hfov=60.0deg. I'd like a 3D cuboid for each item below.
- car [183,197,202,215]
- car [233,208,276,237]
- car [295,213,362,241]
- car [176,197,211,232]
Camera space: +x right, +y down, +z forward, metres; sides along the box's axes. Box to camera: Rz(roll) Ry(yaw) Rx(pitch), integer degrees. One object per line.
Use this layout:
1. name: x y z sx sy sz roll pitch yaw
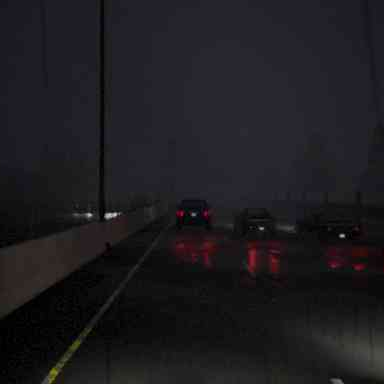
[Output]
1. car: 0.096 1.661 40.850 2.150 2.045 5.566 0 -1 0
2. car: 3.599 1.703 19.600 2.128 1.511 4.902 0 -1 0
3. car: 7.099 1.795 17.932 1.895 1.301 4.718 0 -1 0
4. car: 0.098 1.460 22.168 2.150 2.045 5.566 0 -1 0
